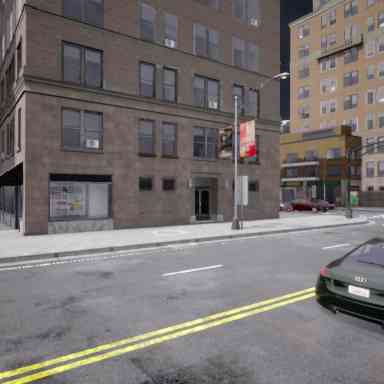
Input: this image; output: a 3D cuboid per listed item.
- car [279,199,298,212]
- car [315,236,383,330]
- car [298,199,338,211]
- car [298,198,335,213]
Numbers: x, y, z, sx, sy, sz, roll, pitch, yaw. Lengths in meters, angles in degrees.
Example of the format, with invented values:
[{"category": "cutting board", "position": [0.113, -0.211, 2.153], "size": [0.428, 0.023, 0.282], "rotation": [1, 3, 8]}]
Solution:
[{"category": "car", "position": [9.238, 1.420, 37.291], "size": [1.967, 1.590, 4.097], "rotation": [0, 0, -35]}, {"category": "car", "position": [4.311, 1.564, 6.493], "size": [4.181, 1.385, 1.994], "rotation": [0, 0, -35]}, {"category": "car", "position": [15.806, 1.576, 41.900], "size": [1.947, 1.339, 4.313], "rotation": [0, 0, -35]}, {"category": "car", "position": [12.698, 1.468, 36.773], "size": [1.882, 1.535, 5.008], "rotation": [0, 0, -35]}]
